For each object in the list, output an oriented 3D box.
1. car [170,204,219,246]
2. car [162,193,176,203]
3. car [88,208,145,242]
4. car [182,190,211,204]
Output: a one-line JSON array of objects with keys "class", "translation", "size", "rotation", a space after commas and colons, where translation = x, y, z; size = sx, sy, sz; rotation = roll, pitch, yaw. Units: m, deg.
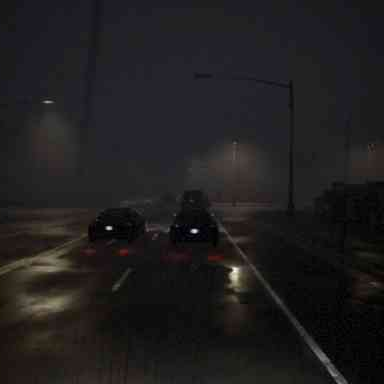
[{"class": "car", "translation": [0.096, 1.442, 14.760], "size": [1.994, 1.385, 4.181], "rotation": [0, 1, 0]}, {"class": "car", "translation": [-3.410, 0.899, 49.592], "size": [1.837, 1.490, 4.892], "rotation": [0, 1, 0]}, {"class": "car", "translation": [-3.403, 1.430, 15.642], "size": [1.994, 1.385, 4.181], "rotation": [0, 1, 0]}, {"class": "car", "translation": [0.423, 0.846, 33.060], "size": [2.150, 2.045, 5.566], "rotation": [-1, 1, 10]}]
